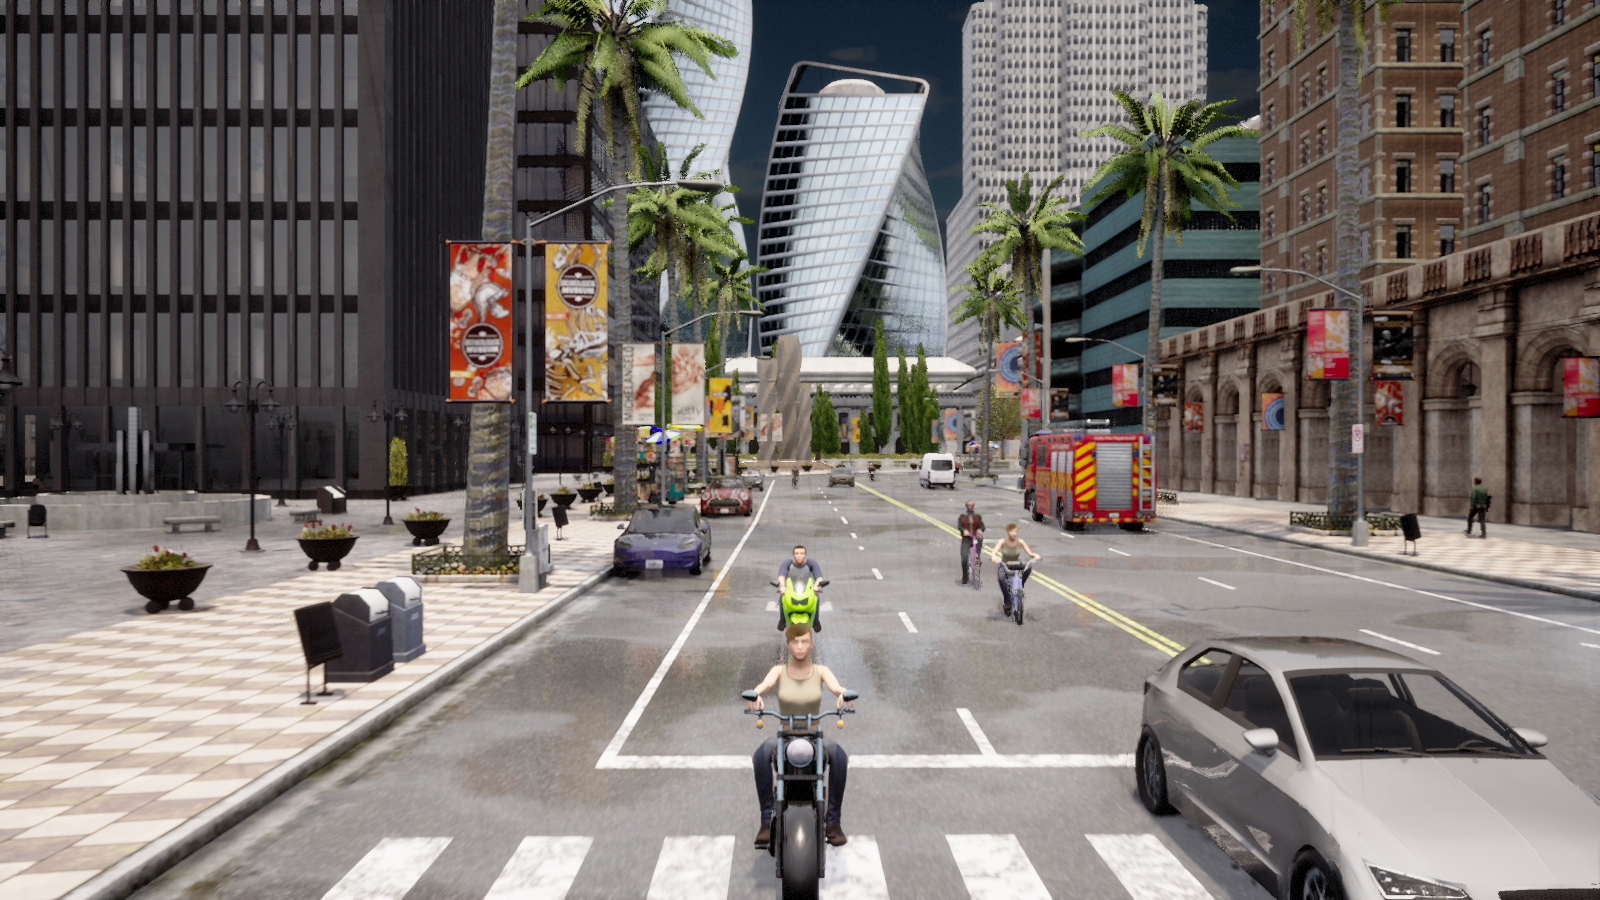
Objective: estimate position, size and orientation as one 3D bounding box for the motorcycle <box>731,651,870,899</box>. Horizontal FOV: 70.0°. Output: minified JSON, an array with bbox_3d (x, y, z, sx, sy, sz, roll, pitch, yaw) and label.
[{"bbox_3d":[0.003,2.169,7.486,0.764,1.277,2.356,0,0,0],"label":"motorcycle"}]

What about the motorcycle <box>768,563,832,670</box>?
[{"bbox_3d":[-0.003,2.211,15.485,0.803,1.145,2.033,0,0,0],"label":"motorcycle"}]

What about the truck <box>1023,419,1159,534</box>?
[{"bbox_3d":[10.512,0.887,42.290,2.891,3.827,8.468,0,0,0],"label":"truck"}]

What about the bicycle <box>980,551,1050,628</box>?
[{"bbox_3d":[3.487,2.254,18.680,0.859,1.080,1.487,0,0,0],"label":"bicycle"}]

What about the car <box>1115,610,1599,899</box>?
[{"bbox_3d":[3.555,2.065,7.377,1.816,1.474,4.193,0,0,-1],"label":"car"}]

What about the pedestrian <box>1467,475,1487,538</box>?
[{"bbox_3d":[20.232,1.694,34.147,0.375,1.860,0.375,0,0,0],"label":"pedestrian"}]
